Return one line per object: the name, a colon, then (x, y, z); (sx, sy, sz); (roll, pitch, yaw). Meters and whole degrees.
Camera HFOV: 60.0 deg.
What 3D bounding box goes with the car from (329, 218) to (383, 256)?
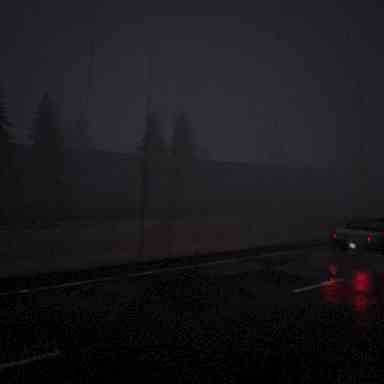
car: (7.818, 1.741, 13.746); (4.718, 1.301, 1.895); (1, 0, -35)
